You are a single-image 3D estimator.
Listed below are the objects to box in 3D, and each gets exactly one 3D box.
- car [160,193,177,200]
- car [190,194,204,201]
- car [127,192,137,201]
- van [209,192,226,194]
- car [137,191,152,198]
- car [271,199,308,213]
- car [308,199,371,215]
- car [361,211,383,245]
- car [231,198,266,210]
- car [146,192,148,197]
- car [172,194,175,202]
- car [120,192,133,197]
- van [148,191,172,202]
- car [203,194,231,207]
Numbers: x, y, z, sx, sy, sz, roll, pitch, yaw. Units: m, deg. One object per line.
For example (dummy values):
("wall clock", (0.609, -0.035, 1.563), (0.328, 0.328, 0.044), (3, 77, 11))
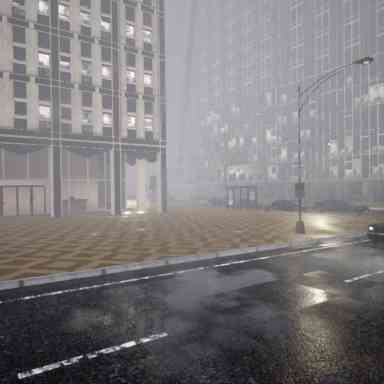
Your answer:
("car", (-5.211, 0.936, 72.511), (1.802, 1.307, 4.206), (0, 1, -34))
("car", (1.222, 1.043, 63.138), (1.802, 1.307, 4.206), (0, 1, -34))
("car", (-12.121, 1.040, 67.769), (2.008, 1.369, 4.403), (0, 1, -34))
("van", (4.437, 0.855, 58.449), (1.690, 1.788, 3.998), (0, 1, -34))
("car", (-11.644, 0.686, 81.880), (1.967, 1.590, 4.097), (0, 1, -34))
("car", (10.286, 1.424, 34.894), (1.947, 1.339, 4.313), (0, 1, -34))
("car", (14.754, 1.398, 33.180), (2.033, 1.411, 5.357), (-1, 1, -34))
("car", (9.624, 1.592, 14.433), (4.718, 1.301, 1.895), (0, 0, -34))
("car", (7.084, 1.388, 39.592), (1.802, 1.307, 4.206), (0, 1, -34))
("car", (-8.427, 0.615, 77.193), (2.192, 1.841, 5.009), (0, 1, -34))
("car", (-5.143, 1.147, 62.345), (1.895, 1.301, 4.718), (-1, 1, -34))
("car", (-18.076, 0.689, 91.254), (2.008, 1.369, 4.403), (0, 1, -34))
("van", (-5.688, 0.937, 58.395), (1.690, 1.788, 3.998), (0, 1, -34))
("car", (3.916, 1.320, 44.311), (1.947, 1.339, 4.313), (0, 1, -34))
